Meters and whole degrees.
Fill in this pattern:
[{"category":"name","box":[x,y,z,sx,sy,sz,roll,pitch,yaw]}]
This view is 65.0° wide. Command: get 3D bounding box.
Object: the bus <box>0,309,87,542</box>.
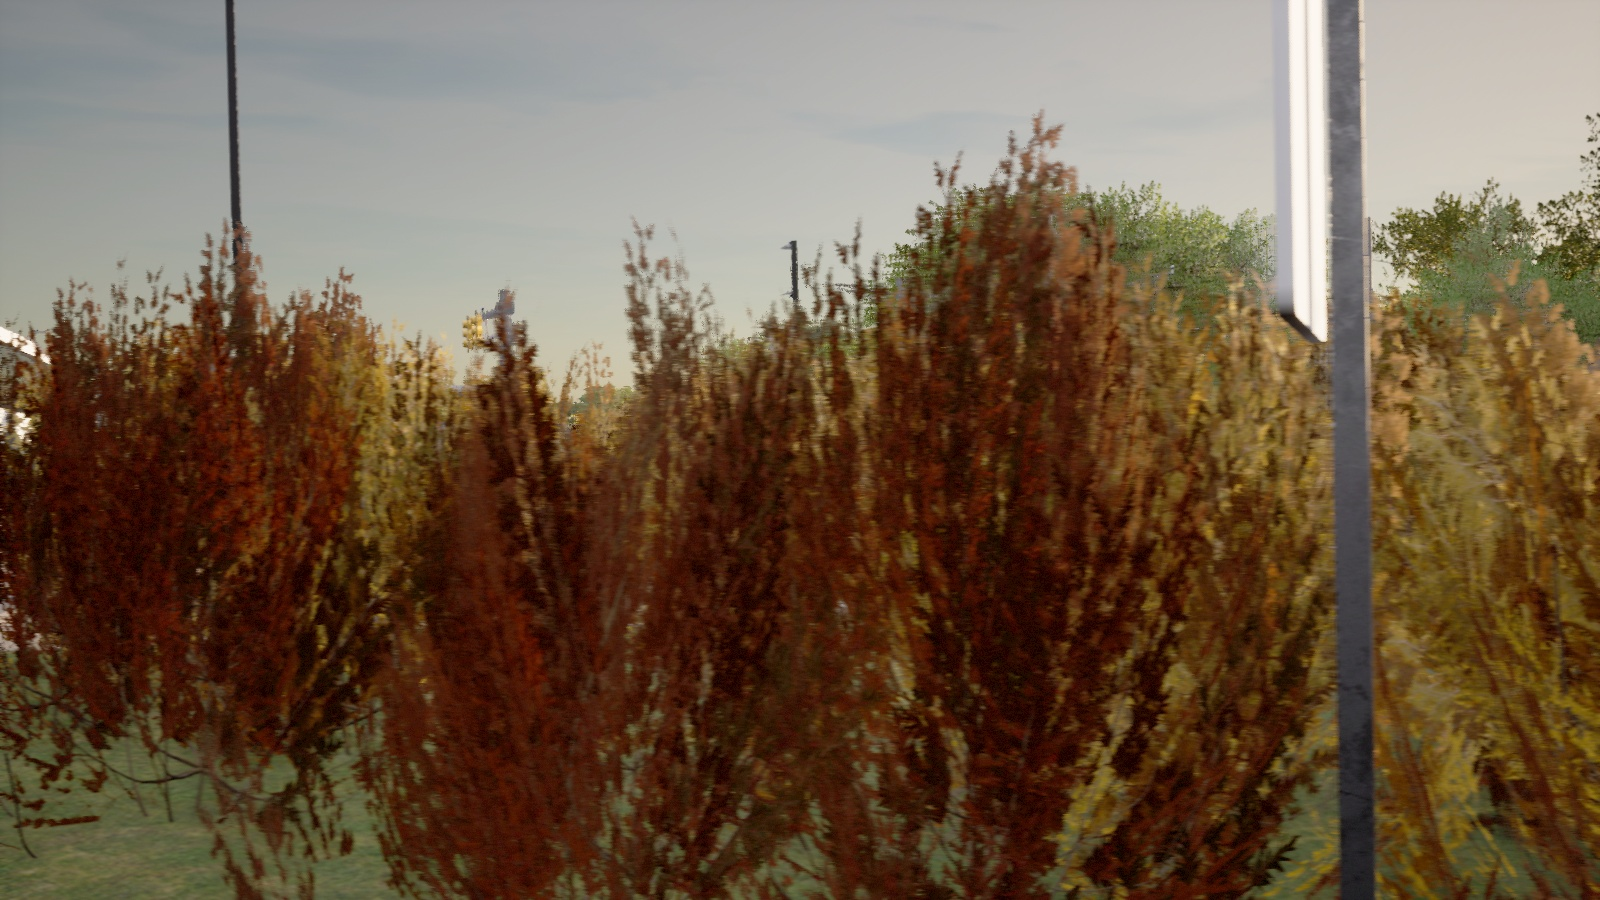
[{"category":"bus","box":[-18.325,-0.220,26.961,3.944,4.253,10.273,-3,-1,-23]}]
